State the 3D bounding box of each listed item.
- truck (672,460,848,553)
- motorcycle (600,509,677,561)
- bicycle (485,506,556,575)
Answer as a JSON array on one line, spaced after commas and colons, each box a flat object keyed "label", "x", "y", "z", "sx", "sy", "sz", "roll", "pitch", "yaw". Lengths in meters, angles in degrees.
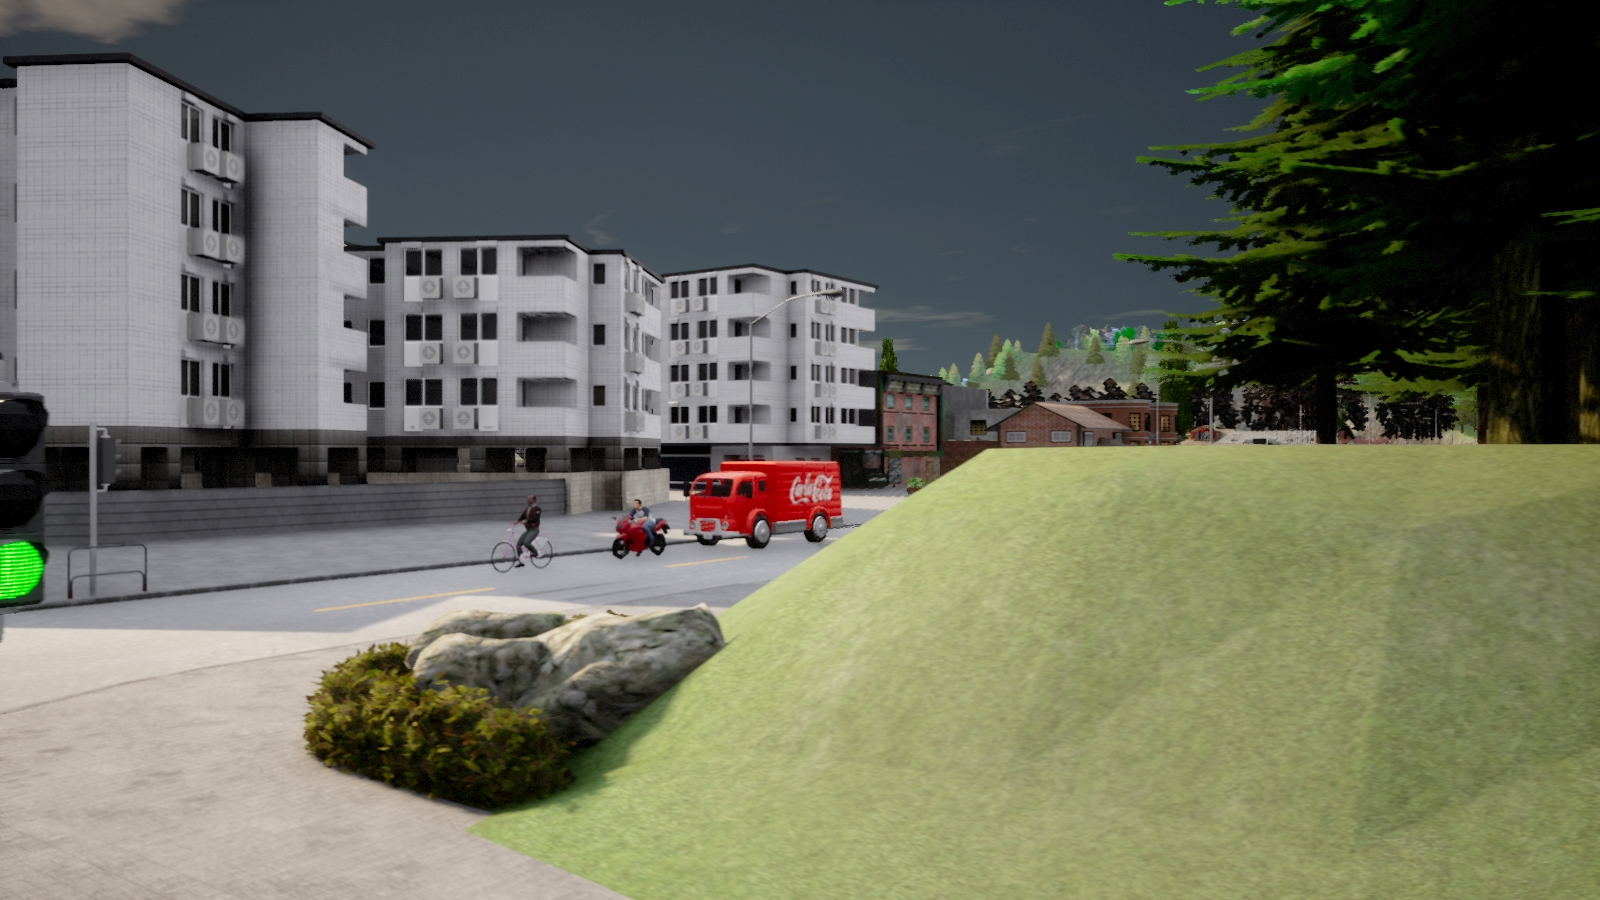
[{"label": "truck", "x": -1.093, "y": 1.566, "z": 34.079, "sx": 2.627, "sy": 2.467, "sz": 5.204, "roll": 0, "pitch": 0, "yaw": 35}, {"label": "motorcycle", "x": -4.183, "y": 2.187, "z": 29.700, "sx": 0.803, "sy": 1.199, "sz": 2.033, "roll": 0, "pitch": 0, "yaw": 35}, {"label": "bicycle", "x": -6.446, "y": 2.061, "z": 26.463, "sx": 0.329, "sy": 1.471, "sz": 1.835, "roll": 0, "pitch": 0, "yaw": 35}]
